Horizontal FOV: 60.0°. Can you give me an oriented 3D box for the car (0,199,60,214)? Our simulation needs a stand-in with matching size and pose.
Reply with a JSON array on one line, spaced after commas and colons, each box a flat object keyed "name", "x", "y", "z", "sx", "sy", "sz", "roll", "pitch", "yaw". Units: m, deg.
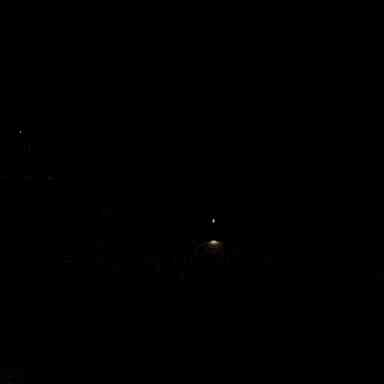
[{"name": "car", "x": -15.236, "y": 1.344, "z": 31.292, "sx": 2.008, "sy": 1.369, "sz": 4.403, "roll": 2, "pitch": 2, "yaw": 35}]

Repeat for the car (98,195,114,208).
[{"name": "car", "x": -8.997, "y": 1.247, "z": 40.054, "sx": 1.802, "sy": 1.307, "sz": 4.206, "roll": 2, "pitch": 2, "yaw": 35}]

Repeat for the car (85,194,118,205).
[{"name": "car", "x": -13.228, "y": 1.086, "z": 48.807, "sx": 1.947, "sy": 1.339, "sz": 4.313, "roll": 2, "pitch": 2, "yaw": 35}]

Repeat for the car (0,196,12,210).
[{"name": "car", "x": -22.380, "y": 1.237, "z": 35.955, "sx": 1.752, "sy": 1.417, "sz": 4.829, "roll": 2, "pitch": 2, "yaw": 35}]

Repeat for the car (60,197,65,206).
[{"name": "car", "x": -16.246, "y": 1.136, "z": 44.570, "sx": 2.008, "sy": 1.369, "sz": 4.403, "roll": 2, "pitch": 2, "yaw": 35}]
